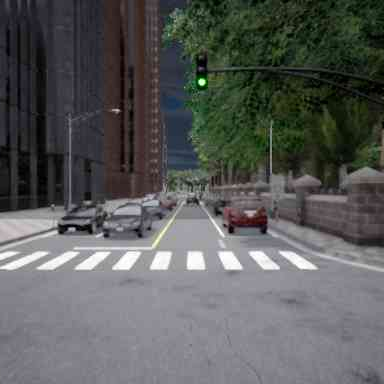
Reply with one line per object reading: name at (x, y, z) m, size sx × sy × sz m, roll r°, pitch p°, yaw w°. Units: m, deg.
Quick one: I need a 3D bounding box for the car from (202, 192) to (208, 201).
car at (2.762, 1.098, 45.422) m, size 1.967 × 1.590 × 4.097 m, roll 0°, pitch 0°, yaw 0°

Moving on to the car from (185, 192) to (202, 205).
car at (0.098, 1.144, 48.324) m, size 1.837 × 1.490 × 4.892 m, roll 0°, pitch 0°, yaw 0°

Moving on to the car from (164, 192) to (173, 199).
car at (-5.765, 0.853, 83.614) m, size 1.967 × 1.590 × 4.097 m, roll 0°, pitch 0°, yaw 0°

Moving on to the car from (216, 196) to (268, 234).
car at (2.762, 1.158, 18.140) m, size 2.192 × 1.841 × 5.009 m, roll 0°, pitch 0°, yaw 0°

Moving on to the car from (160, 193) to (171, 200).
car at (-5.764, 1.026, 72.701) m, size 1.887 × 1.381 × 4.507 m, roll 0°, pitch 0°, yaw 0°

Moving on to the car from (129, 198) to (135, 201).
car at (-5.763, 1.287, 34.502) m, size 2.008 × 1.369 × 4.403 m, roll 0°, pitch 0°, yaw 0°

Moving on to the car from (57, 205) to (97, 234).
car at (-5.763, 1.414, 18.132) m, size 1.947 × 1.339 × 4.313 m, roll 0°, pitch 0°, yaw 0°

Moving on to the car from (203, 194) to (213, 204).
car at (2.762, 1.245, 39.966) m, size 2.008 × 1.369 × 4.403 m, roll 0°, pitch 0°, yaw 0°

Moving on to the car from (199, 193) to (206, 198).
car at (2.761, 0.898, 89.244) m, size 1.752 × 1.417 × 4.829 m, roll 0°, pitch 0°, yaw 0°

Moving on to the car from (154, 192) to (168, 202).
car at (-5.764, 0.867, 61.785) m, size 2.192 × 1.841 × 5.009 m, roll 0°, pitch 0°, yaw 0°

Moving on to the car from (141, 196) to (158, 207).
car at (-5.764, 1.244, 45.416) m, size 1.802 × 1.307 × 4.206 m, roll 0°, pitch 0°, yaw 0°

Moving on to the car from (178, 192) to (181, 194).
car at (-3.033, 1.146, 46.310) m, size 2.128 × 1.511 × 4.902 m, roll 0°, pitch 0°, yaw 0°

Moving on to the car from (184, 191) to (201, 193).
car at (-0.001, 1.061, 58.717) m, size 2.128 × 1.511 × 4.902 m, roll 0°, pitch 0°, yaw 0°

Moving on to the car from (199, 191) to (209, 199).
car at (2.761, 0.757, 78.160) m, size 2.192 × 1.841 × 5.009 m, roll 0°, pitch 0°, yaw 0°

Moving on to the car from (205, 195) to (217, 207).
car at (2.762, 1.282, 34.510) m, size 2.008 × 1.369 × 4.403 m, roll 0°, pitch 0°, yaw 0°

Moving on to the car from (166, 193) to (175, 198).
car at (-5.764, 0.930, 89.072) m, size 2.008 × 1.369 × 4.403 m, roll 0°, pitch 0°, yaw 0°

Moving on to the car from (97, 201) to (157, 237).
car at (-3.139, 1.380, 17.032) m, size 1.812 × 1.442 × 4.674 m, roll 0°, pitch 0°, yaw 1°

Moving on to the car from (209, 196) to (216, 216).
car at (2.762, 1.334, 29.053) m, size 1.947 × 1.339 × 4.313 m, roll 0°, pitch 0°, yaw 0°

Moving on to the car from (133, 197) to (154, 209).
car at (-5.763, 1.281, 39.959) m, size 1.802 × 1.307 × 4.206 m, roll 0°, pitch 0°, yaw 0°

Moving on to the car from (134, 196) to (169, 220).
car at (-3.099, 1.317, 26.183) m, size 1.812 × 1.442 × 4.674 m, roll 0°, pitch 0°, yaw 0°

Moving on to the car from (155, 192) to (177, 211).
car at (-3.085, 1.077, 35.916) m, size 2.097 × 1.767 × 4.553 m, roll 0°, pitch 0°, yaw 0°

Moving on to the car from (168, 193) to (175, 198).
car at (-5.765, 0.890, 94.528) m, size 1.887 × 1.381 × 4.507 m, roll 0°, pitch 0°, yaw 0°

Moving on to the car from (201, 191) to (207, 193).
car at (2.762, 1.061, 50.878) m, size 1.967 × 1.590 × 4.097 m, roll 0°, pitch 0°, yaw 0°

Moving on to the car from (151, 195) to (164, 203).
car at (-5.764, 1.170, 56.330) m, size 1.802 × 1.307 × 4.206 m, roll 0°, pitch 0°, yaw 0°
